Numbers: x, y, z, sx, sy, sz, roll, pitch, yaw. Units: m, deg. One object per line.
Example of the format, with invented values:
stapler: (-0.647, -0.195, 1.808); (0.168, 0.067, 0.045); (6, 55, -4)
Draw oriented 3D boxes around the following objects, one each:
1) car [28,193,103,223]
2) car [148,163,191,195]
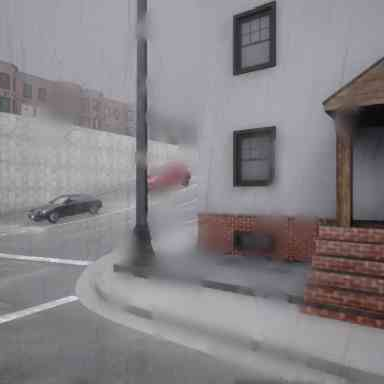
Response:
car: (-7.782, 0.873, 20.830); (1.812, 1.442, 4.674); (0, 7, 35)
car: (-2.305, -1.187, 28.661); (2.150, 2.045, 5.566); (0, 13, 34)
